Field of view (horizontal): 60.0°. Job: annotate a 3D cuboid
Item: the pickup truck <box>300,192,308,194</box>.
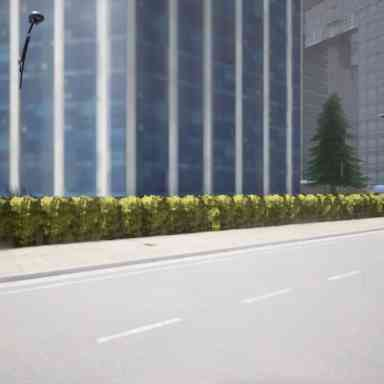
[{"bbox_3d":[25.112,1.056,75.217,2.390,2.098,6.274,0,0,-6],"label":"pickup truck"}]
